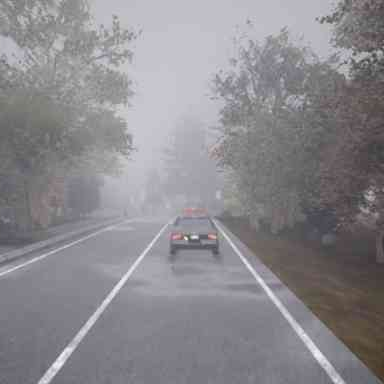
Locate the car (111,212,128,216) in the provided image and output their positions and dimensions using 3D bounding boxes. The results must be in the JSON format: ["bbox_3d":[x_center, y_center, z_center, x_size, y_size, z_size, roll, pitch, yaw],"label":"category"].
[{"bbox_3d":[-17.526,5.546,80.031,2.128,1.511,4.902,-3,-5,28],"label":"car"}]

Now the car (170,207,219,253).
[{"bbox_3d":[0.085,1.573,13.694,2.033,1.411,5.357,0,0,0],"label":"car"}]

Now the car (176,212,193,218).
[{"bbox_3d":[-1.997,6.165,88.302,4.674,1.442,1.812,1,-5,-1],"label":"car"}]

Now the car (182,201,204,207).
[{"bbox_3d":[0.105,1.747,33.451,2.097,1.767,4.553,0,-2,1],"label":"car"}]
